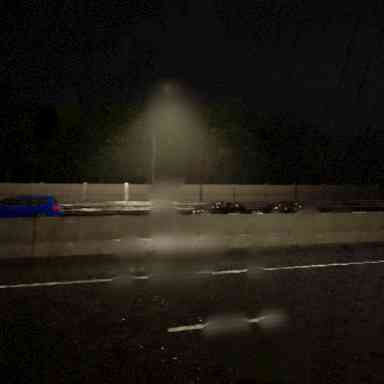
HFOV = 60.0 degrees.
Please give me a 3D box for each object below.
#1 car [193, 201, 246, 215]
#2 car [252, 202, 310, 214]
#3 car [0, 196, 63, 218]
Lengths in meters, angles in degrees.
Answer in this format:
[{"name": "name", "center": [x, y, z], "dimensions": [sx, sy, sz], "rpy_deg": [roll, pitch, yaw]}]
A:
[{"name": "car", "center": [2.492, 1.606, 30.023], "dimensions": [4.892, 1.490, 1.837], "rpy_deg": [1, 0, -16]}, {"name": "car", "center": [7.423, 1.611, 27.785], "dimensions": [4.892, 1.490, 1.837], "rpy_deg": [0, 0, -16]}, {"name": "car", "center": [-11.682, 1.262, 22.370], "dimensions": [5.566, 2.045, 2.150], "rpy_deg": [0, 0, -16]}]
